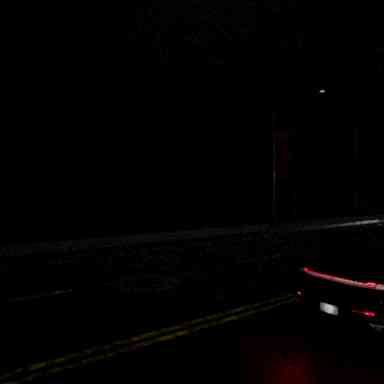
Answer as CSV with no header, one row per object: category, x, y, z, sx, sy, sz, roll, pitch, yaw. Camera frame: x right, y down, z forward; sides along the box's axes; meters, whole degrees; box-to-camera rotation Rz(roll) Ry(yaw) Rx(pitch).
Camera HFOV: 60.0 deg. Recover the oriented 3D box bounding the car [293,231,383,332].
car,3.979,1.489,6.277,4.902,1.511,2.128,0,0,-35
